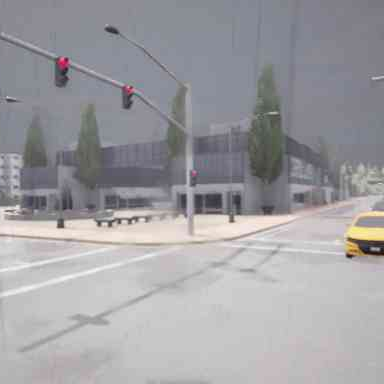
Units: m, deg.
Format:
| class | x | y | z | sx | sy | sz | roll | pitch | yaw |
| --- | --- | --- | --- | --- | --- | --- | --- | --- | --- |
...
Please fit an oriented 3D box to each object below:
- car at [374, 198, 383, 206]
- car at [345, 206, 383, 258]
| class | x | y | z | sx | sy | sz | roll | pitch | yaw |
| --- | --- | --- | --- | --- | --- | --- | --- | --- | --- |
| car | 16.443 | 1.532 | 28.361 | 1.882 | 1.535 | 5.008 | -1 | -1 | 31 |
| car | 6.958 | 1.505 | 12.468 | 1.882 | 1.535 | 5.008 | -1 | -1 | 31 |
